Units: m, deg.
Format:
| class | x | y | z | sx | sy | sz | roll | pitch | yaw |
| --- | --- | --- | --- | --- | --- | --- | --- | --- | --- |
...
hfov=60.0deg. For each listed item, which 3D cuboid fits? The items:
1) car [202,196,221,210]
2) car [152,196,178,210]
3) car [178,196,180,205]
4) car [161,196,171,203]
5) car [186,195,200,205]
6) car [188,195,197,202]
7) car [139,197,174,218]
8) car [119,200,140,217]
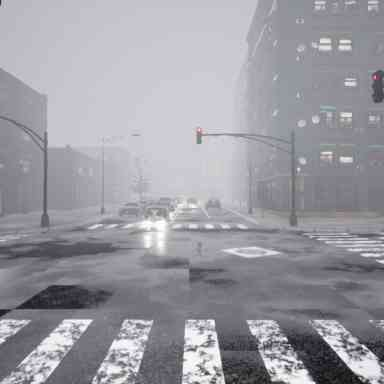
| class | x | y | z | sx | sy | sz | roll | pitch | yaw |
| --- | --- | --- | --- | --- | --- | --- | --- | --- | --- |
| car | 2.719 | 1.452 | 43.225 | 1.967 | 1.590 | 4.097 | 1 | 0 | 0 |
| car | -3.084 | 1.363 | 38.965 | 2.097 | 1.767 | 4.553 | 0 | 0 | 0 |
| car | -3.076 | 1.540 | 48.835 | 1.812 | 1.442 | 4.674 | 0 | 0 | 0 |
| car | -5.654 | 1.604 | 71.600 | 1.802 | 1.307 | 4.206 | 1 | 0 | 0 |
| car | 0.019 | 1.495 | 59.466 | 1.882 | 1.535 | 5.008 | 0 | 0 | 0 |
| car | 0.022 | 1.378 | 69.892 | 1.812 | 1.442 | 4.674 | 0 | 0 | 0 |
| car | -3.088 | 1.500 | 29.946 | 2.128 | 1.511 | 4.902 | 0 | 0 | 0 |
| car | -5.743 | 1.554 | 31.797 | 1.887 | 1.381 | 4.507 | 1 | 0 | 0 |
